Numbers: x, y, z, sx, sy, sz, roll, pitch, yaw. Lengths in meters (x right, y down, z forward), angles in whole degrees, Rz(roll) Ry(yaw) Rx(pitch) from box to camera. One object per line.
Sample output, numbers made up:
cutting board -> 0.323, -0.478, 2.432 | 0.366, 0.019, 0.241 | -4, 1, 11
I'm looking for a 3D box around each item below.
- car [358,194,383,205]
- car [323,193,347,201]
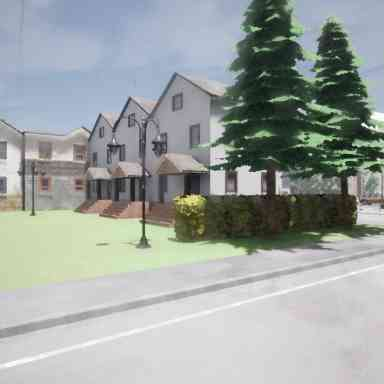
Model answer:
car -> 27.232, 1.097, 49.238 | 1.932, 1.855, 4.605 | 0, 0, -36
car -> 32.105, 1.097, 74.691 | 1.932, 1.855, 4.605 | 0, 0, -36
